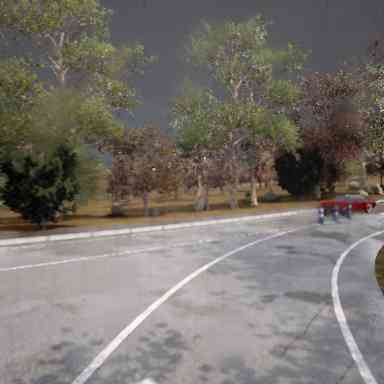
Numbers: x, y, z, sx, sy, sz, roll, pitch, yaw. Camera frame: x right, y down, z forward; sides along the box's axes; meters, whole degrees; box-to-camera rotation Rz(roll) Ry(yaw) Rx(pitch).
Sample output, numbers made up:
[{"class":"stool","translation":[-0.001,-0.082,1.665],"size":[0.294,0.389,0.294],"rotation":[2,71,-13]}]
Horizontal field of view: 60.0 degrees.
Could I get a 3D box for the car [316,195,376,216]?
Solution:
[{"class":"car","translation":[11.160,0.913,24.022],"size":[4.718,1.301,1.895],"rotation":[-4,3,-33]}]
